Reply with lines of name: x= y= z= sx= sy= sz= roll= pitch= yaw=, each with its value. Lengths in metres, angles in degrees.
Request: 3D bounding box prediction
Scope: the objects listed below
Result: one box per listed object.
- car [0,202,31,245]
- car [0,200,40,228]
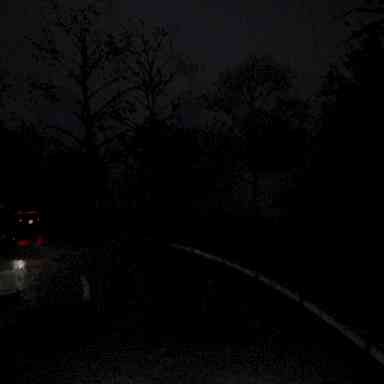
car: x=-8.927 y=1.202 z=12.860 sx=5.008 sy=1.535 sz=1.882 roll=3 pitch=0 yaw=25
car: x=-10.231 y=1.159 z=17.271 sx=4.902 sy=1.511 sz=2.128 roll=2 pitch=-1 yaw=21
